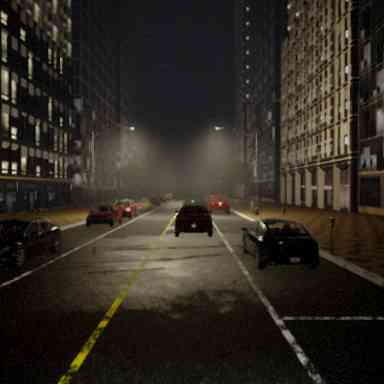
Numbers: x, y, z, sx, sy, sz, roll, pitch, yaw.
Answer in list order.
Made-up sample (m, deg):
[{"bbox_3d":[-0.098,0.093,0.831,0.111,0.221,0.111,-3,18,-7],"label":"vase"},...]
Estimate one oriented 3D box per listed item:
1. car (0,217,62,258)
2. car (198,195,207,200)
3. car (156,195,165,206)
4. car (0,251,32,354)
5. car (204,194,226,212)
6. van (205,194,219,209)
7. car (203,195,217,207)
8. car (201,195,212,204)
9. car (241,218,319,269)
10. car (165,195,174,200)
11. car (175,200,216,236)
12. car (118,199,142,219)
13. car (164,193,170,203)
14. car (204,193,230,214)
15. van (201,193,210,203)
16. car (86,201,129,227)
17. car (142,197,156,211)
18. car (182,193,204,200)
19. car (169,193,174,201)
[{"bbox_3d":[-5.703,1.528,10.815,2.008,1.369,4.403,-1,0,0],"label":"car"},{"bbox_3d":[2.647,1.358,84.706,2.008,1.369,4.403,-1,0,0],"label":"car"},{"bbox_3d":[-5.719,1.455,50.601,1.947,1.339,4.313,-1,0,0],"label":"car"},{"bbox_3d":[-3.002,1.522,1.947,1.812,1.442,4.674,0,0,0],"label":"car"},{"bbox_3d":[2.664,1.229,39.237,2.192,1.841,5.009,-1,0,0],"label":"car"},{"bbox_3d":[2.662,1.242,44.920,1.690,1.788,3.998,-1,0,0],"label":"van"},{"bbox_3d":[2.660,1.328,50.604,1.967,1.590,4.097,-1,0,0],"label":"car"},{"bbox_3d":[2.655,1.302,61.972,1.967,1.590,4.097,-1,0,0],"label":"car"},{"bbox_3d":[2.678,1.527,10.819,2.008,1.369,4.403,-1,0,0],"label":"car"},{"bbox_3d":[-5.733,1.390,84.703,1.802,1.307,4.206,-1,0,0],"label":"car"},{"bbox_3d":[0.086,1.438,18.132,1.882,1.535,5.008,0,0,0],"label":"car"},{"bbox_3d":[-5.711,1.380,27.866,1.967,1.590,4.097,-1,0,0],"label":"car"},{"bbox_3d":[-5.724,1.413,61.968,2.008,1.369,4.403,-1,0,0],"label":"car"},{"bbox_3d":[2.666,1.241,33.553,2.192,1.841,5.009,-1,0,0],"label":"car"},{"bbox_3d":[2.652,1.189,67.654,1.690,1.788,3.998,-1,0,0],"label":"van"},{"bbox_3d":[-5.707,1.534,22.182,1.802,1.307,4.206,-1,0,0],"label":"car"},{"bbox_3d":[-5.714,1.440,39.064,1.752,1.417,4.829,-1,0,0],"label":"car"},{"bbox_3d":[0.083,1.138,38.269,2.150,2.045,5.566,0,0,0],"label":"car"},{"bbox_3d":[-5.729,1.275,73.335,1.967,1.590,4.097,-1,0,0],"label":"car"}]
